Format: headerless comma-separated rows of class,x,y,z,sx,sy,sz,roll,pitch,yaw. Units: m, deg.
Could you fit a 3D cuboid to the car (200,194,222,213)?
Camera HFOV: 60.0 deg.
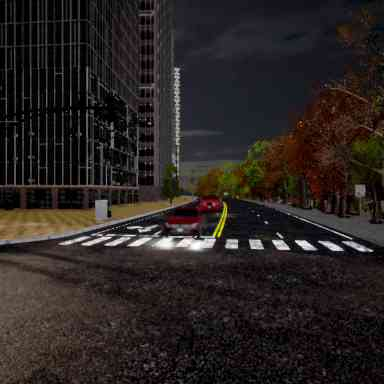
car,2.156,1.245,38.123,2.150,2.045,5.566,0,0,6

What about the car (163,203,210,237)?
car,-0.270,1.541,18.116,1.812,1.442,4.674,0,0,7

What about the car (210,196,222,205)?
car,4.327,1.471,60.065,2.128,1.511,4.902,0,0,5
